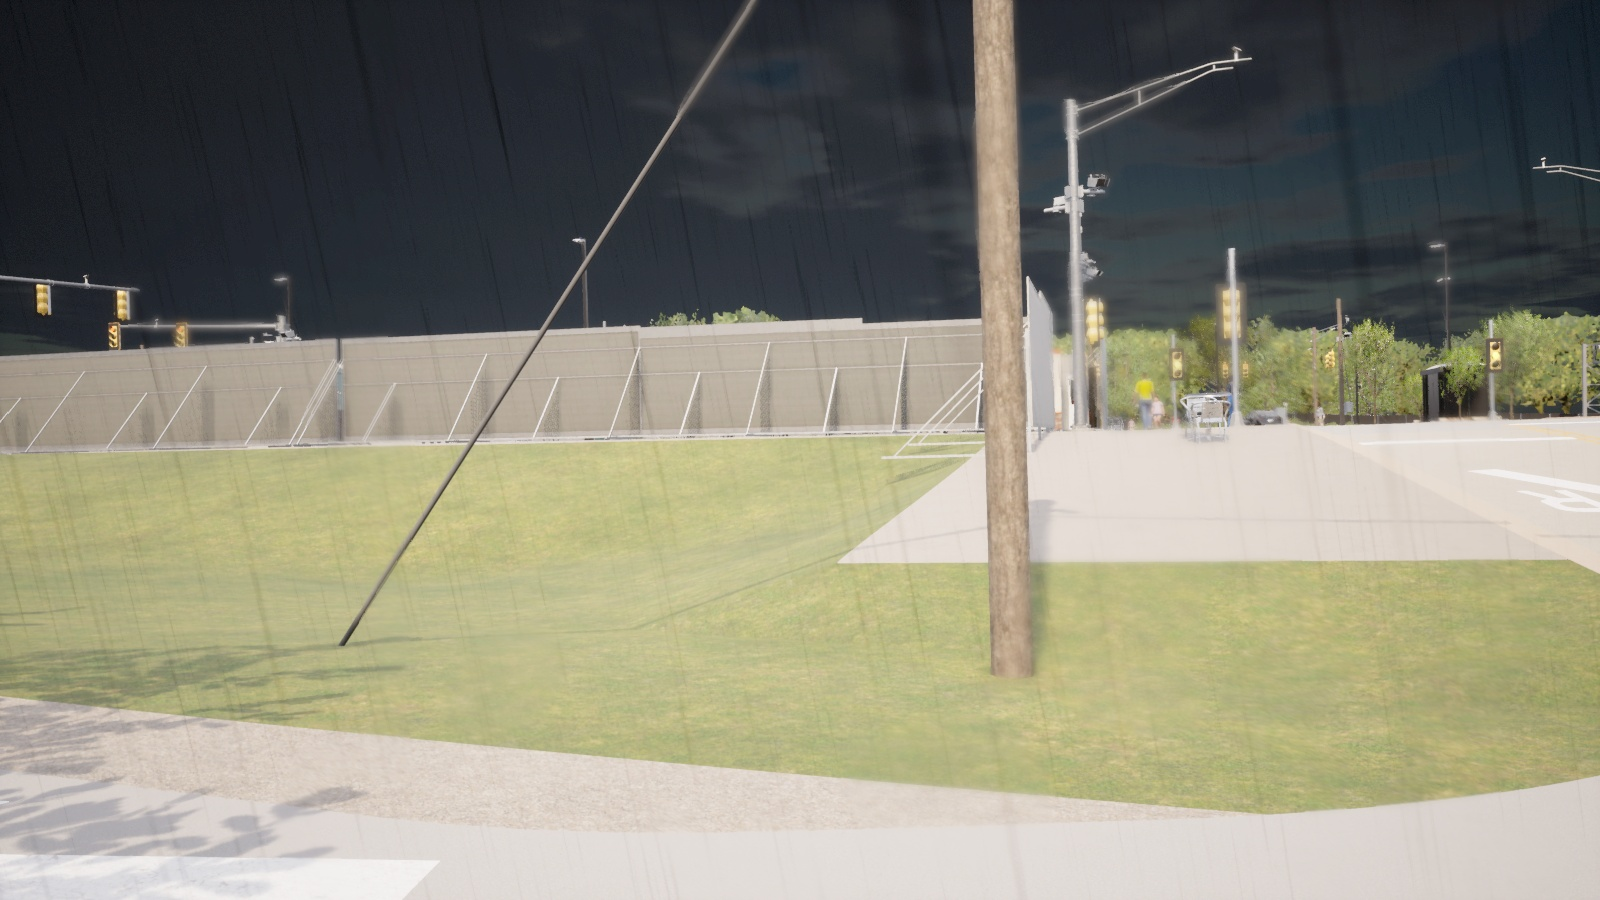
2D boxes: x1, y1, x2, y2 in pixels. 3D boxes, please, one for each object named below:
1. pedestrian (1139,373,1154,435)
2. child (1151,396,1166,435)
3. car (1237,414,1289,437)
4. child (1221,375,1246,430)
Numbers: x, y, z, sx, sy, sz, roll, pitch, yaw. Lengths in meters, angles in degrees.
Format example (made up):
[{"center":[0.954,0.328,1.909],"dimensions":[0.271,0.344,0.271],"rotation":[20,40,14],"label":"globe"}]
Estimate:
[{"center":[10.328,-1.367,37.465],"dimensions":[0.354,1.836,0.706],"rotation":[-1,0,19],"label":"pedestrian"},{"center":[10.270,-0.984,35.960],"dimensions":[0.255,1.110,0.394],"rotation":[-1,0,38],"label":"child"},{"center":[31.366,-1.672,85.204],"dimensions":[2.163,1.488,4.792],"rotation":[-1,1,7],"label":"car"},{"center":[10.041,-1.090,29.094],"dimensions":[0.437,1.263,0.270],"rotation":[-1,0,-5],"label":"child"}]
